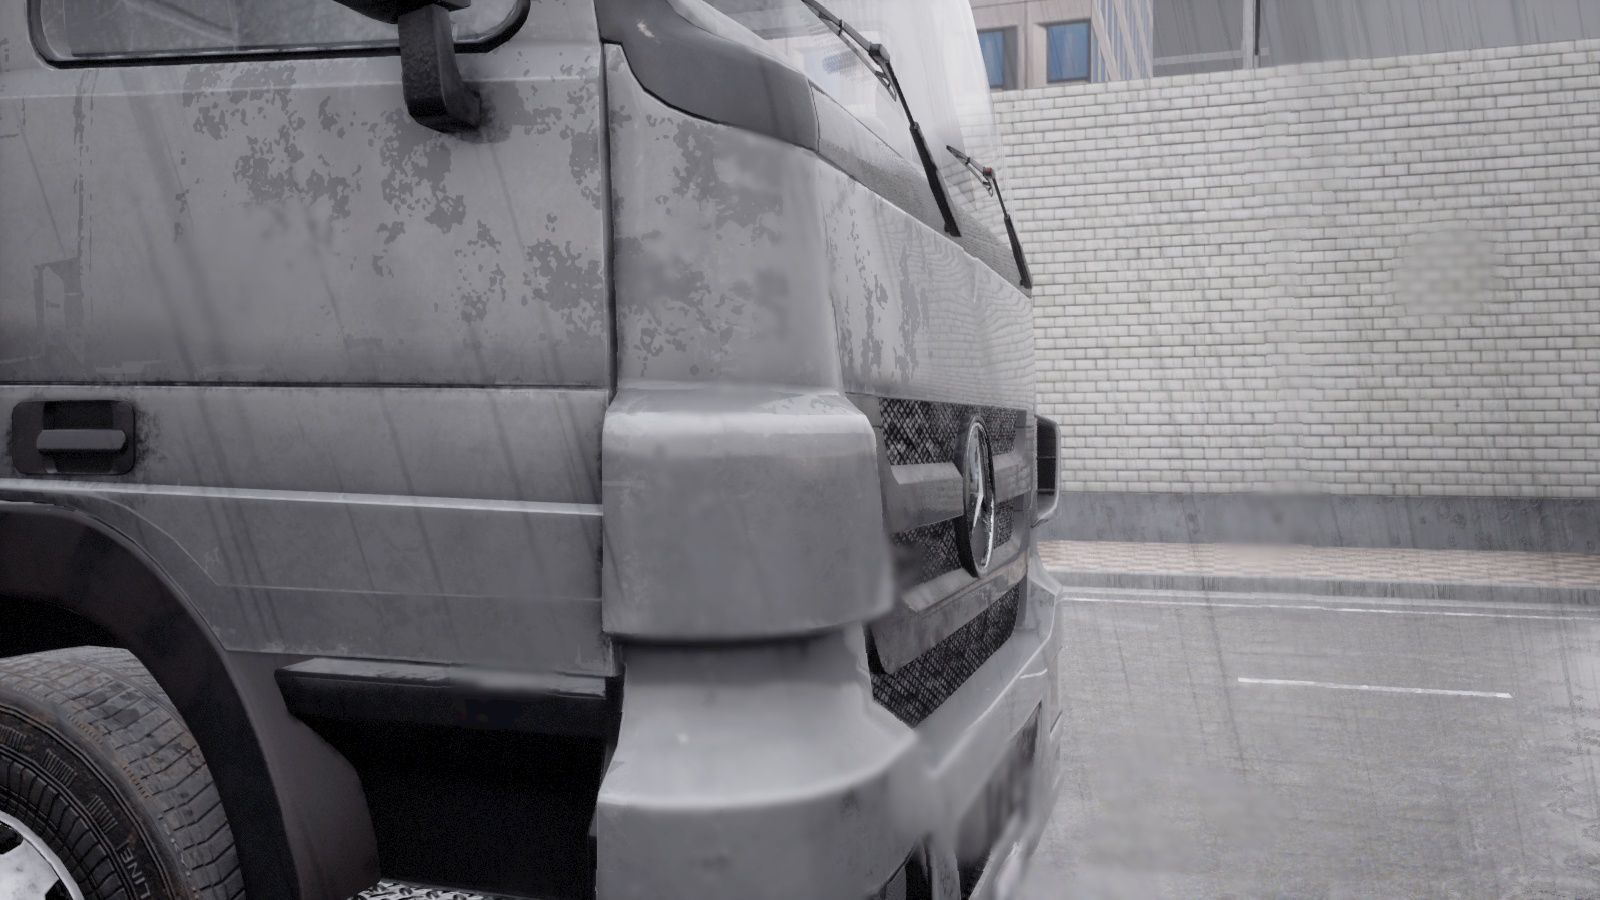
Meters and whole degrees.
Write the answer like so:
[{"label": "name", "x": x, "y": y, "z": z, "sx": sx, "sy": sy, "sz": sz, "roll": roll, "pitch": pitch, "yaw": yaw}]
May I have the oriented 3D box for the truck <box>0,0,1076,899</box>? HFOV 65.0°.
[{"label": "truck", "x": -3.267, "y": -0.236, "z": 4.278, "sx": 7.936, "sy": 3.462, "sz": 2.891, "roll": 1, "pitch": 1, "yaw": 19}]
